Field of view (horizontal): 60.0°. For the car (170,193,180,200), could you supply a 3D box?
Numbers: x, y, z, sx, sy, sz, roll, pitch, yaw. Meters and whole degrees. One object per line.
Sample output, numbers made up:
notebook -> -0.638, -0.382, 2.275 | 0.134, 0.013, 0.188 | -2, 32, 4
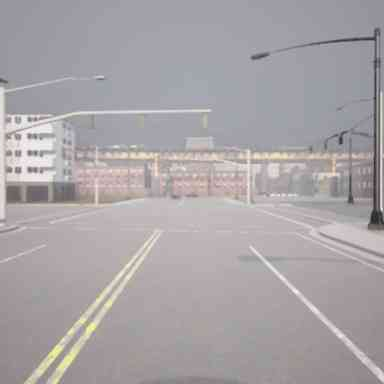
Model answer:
car -> -3.476, 1.004, 70.716 | 1.994, 1.385, 4.181 | 0, 0, 0

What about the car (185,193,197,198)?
car -> -0.224, 0.883, 86.263 | 1.994, 1.385, 4.181 | 0, 0, 27
